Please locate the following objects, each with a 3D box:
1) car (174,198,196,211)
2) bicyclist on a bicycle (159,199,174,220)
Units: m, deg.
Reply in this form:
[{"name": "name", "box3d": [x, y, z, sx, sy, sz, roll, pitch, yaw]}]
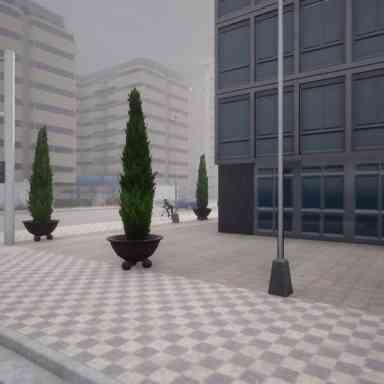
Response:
[{"name": "car", "box3d": [-0.226, 1.533, 42.612, 1.882, 1.535, 5.008, 0, 0, 35]}, {"name": "bicyclist on a bicycle", "box3d": [-1.935, 1.356, 25.837, 1.656, 1.620, 0.582, 0, 0, 35]}]
